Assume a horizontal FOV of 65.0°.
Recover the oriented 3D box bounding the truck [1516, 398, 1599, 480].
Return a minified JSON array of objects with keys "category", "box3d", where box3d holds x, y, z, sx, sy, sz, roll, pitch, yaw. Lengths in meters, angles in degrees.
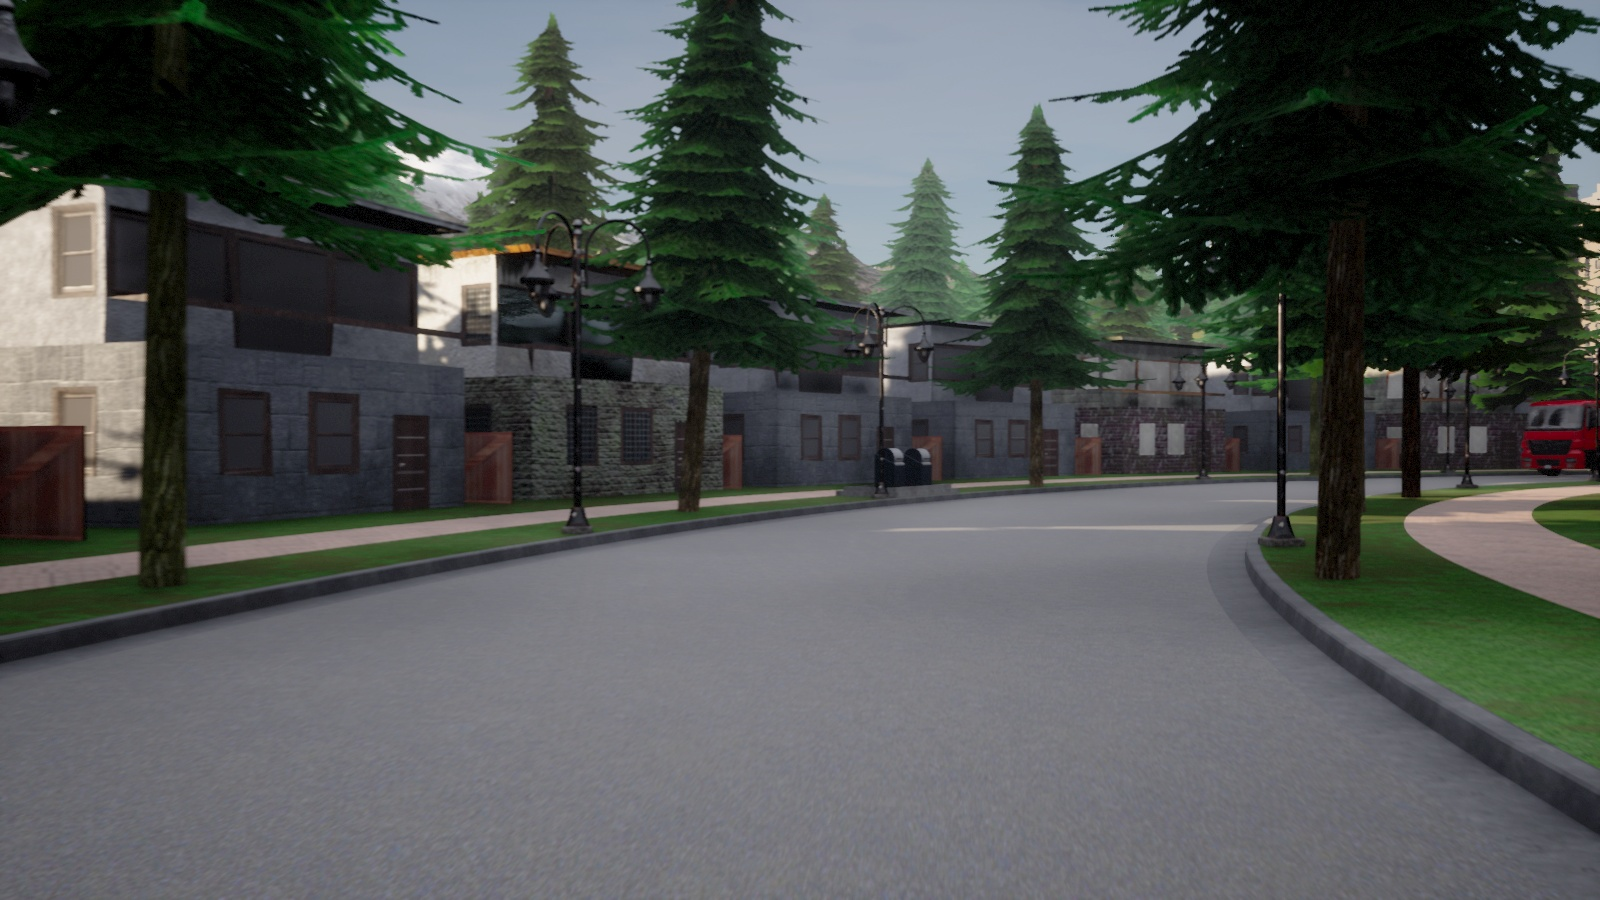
[{"category":"truck","box3d":[35.939,-0.485,55.687,7.936,3.462,2.891,0,0,-21]}]
